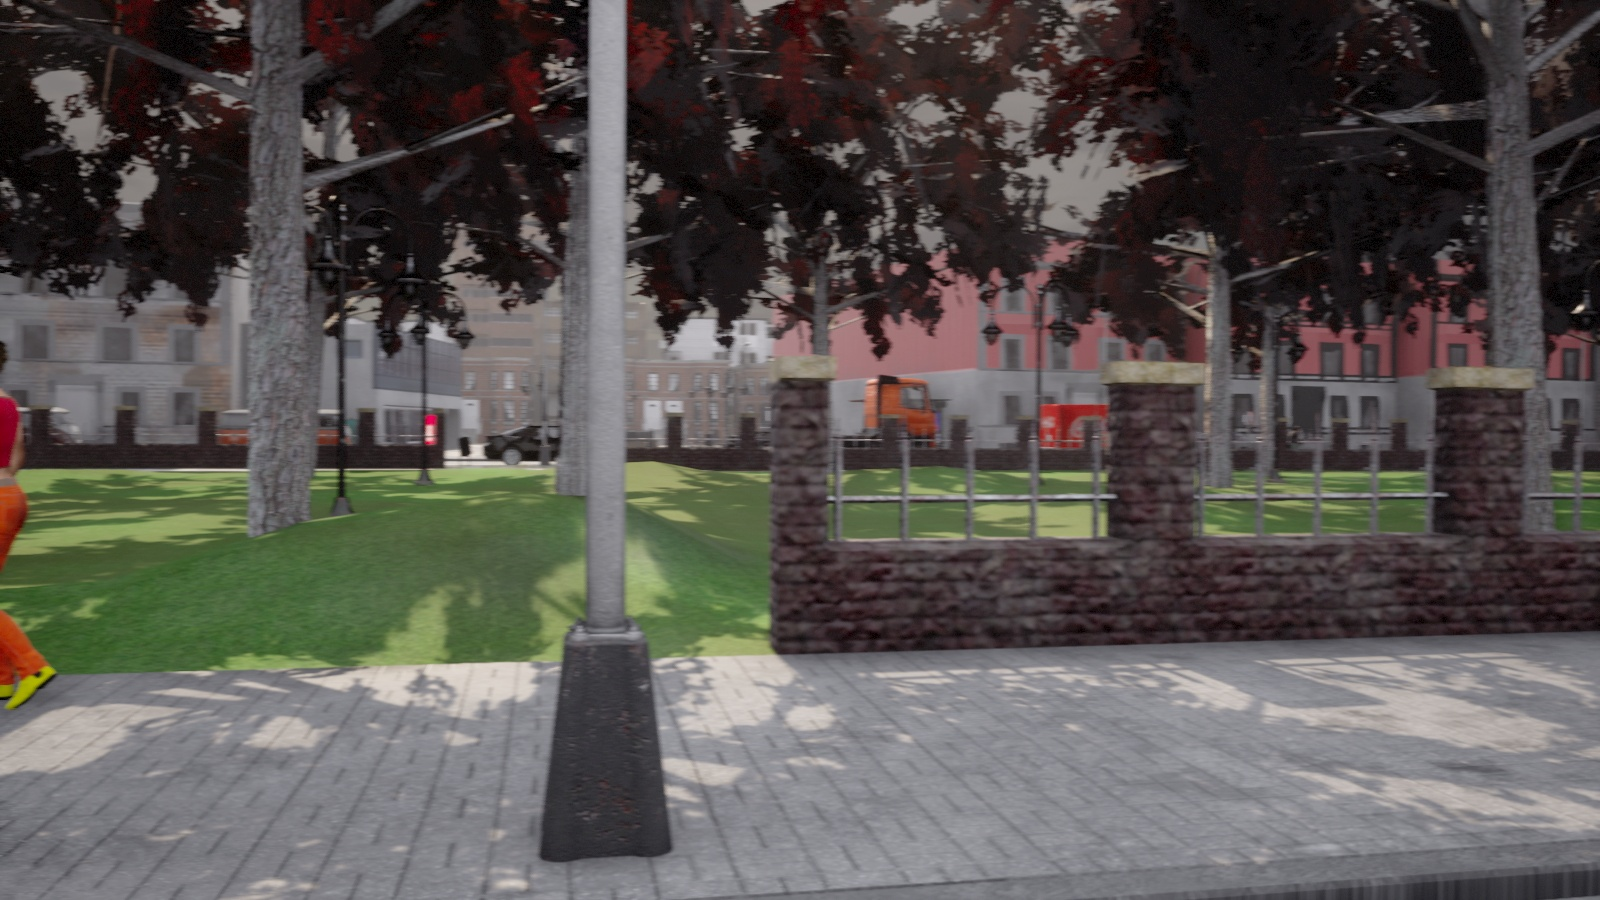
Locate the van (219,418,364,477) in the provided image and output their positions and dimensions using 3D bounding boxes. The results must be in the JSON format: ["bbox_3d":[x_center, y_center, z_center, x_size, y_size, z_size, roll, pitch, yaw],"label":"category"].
[{"bbox_3d":[-17.779,-0.110,44.108,4.442,1.987,1.775,-1,1,-11],"label":"van"}]

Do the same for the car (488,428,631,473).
[{"bbox_3d":[-8.762,-0.021,45.841,5.008,1.535,1.882,-1,1,-11],"label":"car"}]

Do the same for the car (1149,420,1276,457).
[{"bbox_3d":[18.057,-0.521,55.054,4.902,1.511,2.128,-1,1,-11],"label":"car"}]

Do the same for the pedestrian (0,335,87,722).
[{"bbox_3d":[-3.880,0.373,6.116,0.594,1.836,0.345,-1,1,-11],"label":"pedestrian"}]

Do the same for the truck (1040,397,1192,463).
[{"bbox_3d":[12.523,-0.807,49.913,5.204,2.467,2.627,-1,1,-11],"label":"truck"}]

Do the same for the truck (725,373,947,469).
[{"bbox_3d":[1.313,-1.132,47.756,7.936,3.462,2.891,-1,1,-11],"label":"truck"}]

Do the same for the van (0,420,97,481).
[{"bbox_3d":[-26.507,0.022,42.426,4.442,1.987,1.775,-1,1,-11],"label":"van"}]
